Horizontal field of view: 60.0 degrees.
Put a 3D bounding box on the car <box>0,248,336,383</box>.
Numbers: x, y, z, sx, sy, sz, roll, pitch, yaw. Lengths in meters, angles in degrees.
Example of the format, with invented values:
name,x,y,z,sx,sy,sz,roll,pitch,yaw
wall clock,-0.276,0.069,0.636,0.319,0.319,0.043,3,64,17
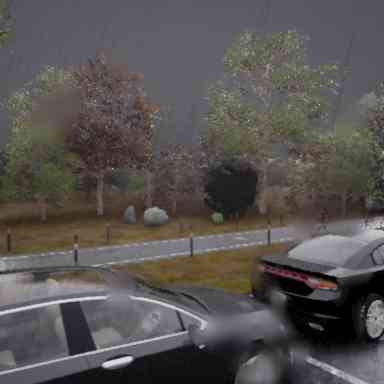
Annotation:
name,x,y,z,sx,sy,sz,roll,pitch,yaw
car,-1.092,1.511,3.277,4.892,1.521,2.231,0,0,-33

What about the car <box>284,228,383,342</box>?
name,x,y,z,sx,sy,sz,roll,pitch,yaw
car,3.416,1.456,6.499,5.008,1.535,2.097,0,0,-33
